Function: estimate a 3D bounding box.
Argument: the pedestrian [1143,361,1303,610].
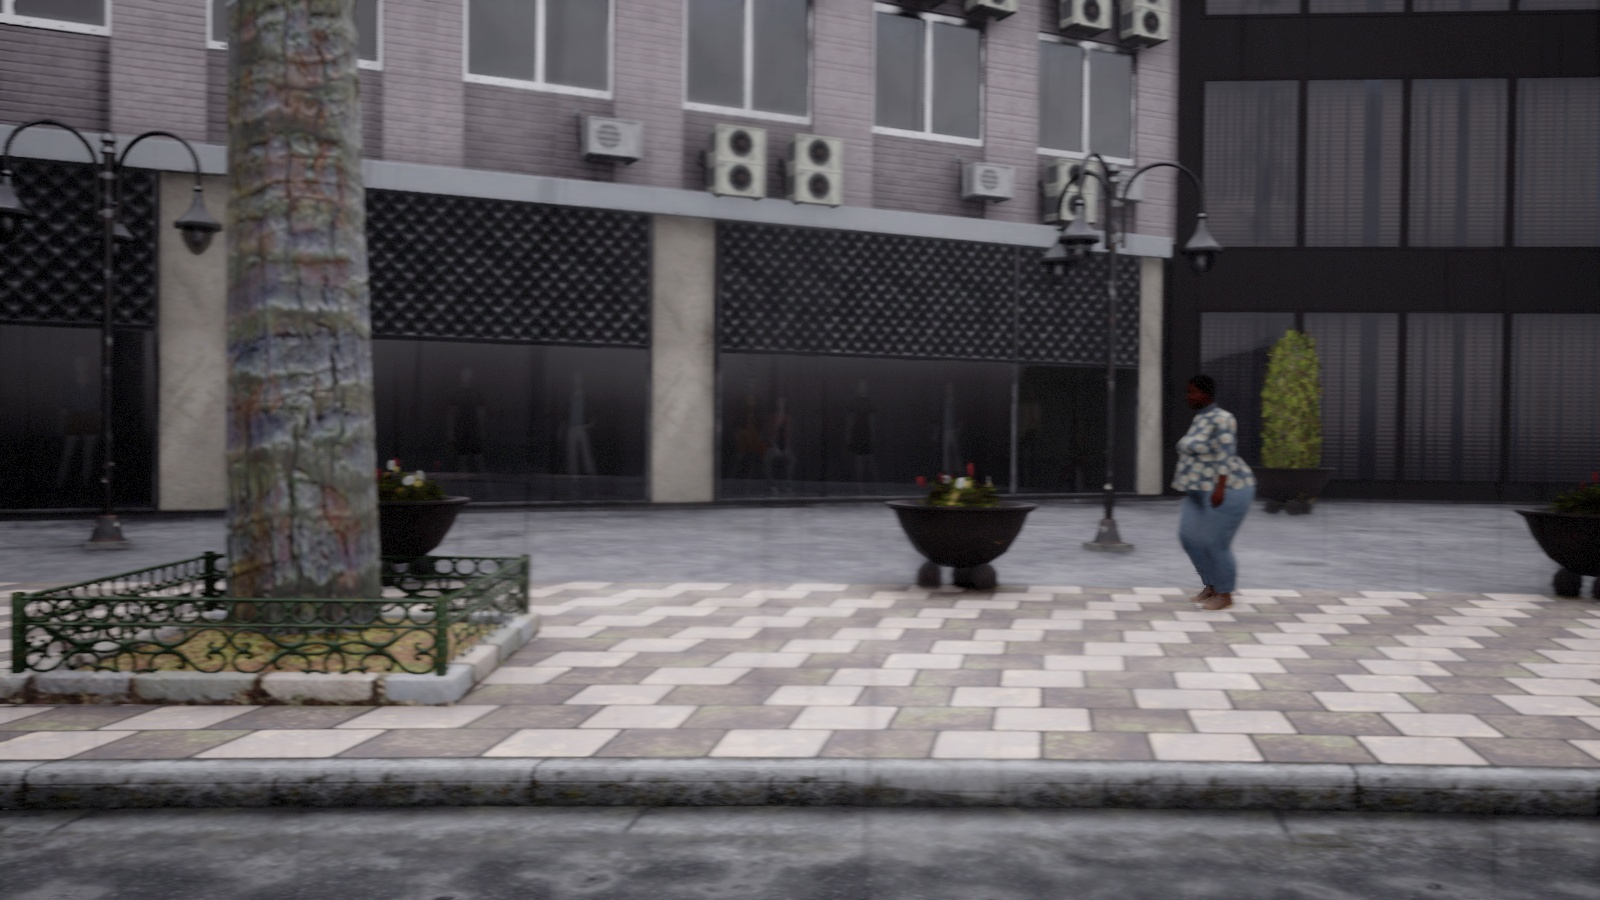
[{"bbox_3d":[3.290,0.255,9.836,0.900,1.855,0.874,-1,1,-5],"label":"pedestrian"}]
